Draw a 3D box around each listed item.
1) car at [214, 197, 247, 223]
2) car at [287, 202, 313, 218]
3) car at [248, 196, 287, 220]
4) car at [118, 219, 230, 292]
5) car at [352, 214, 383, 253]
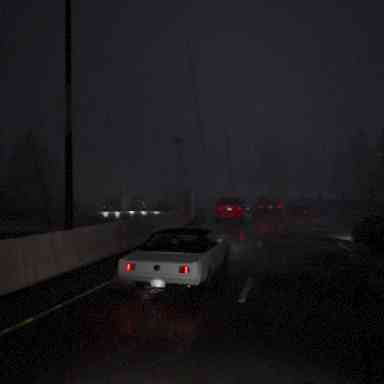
[{"bbox_3d":[3.042,1.386,27.261,2.150,2.045,5.566,0,0,5],"label":"car"},{"bbox_3d":[10.323,1.679,32.465,1.812,1.442,4.674,0,-1,2],"label":"car"},{"bbox_3d":[6.747,1.386,30.454,2.150,2.045,5.566,0,0,3],"label":"car"},{"bbox_3d":[-0.147,1.665,9.231,1.895,1.301,4.718,0,0,15],"label":"car"},{"bbox_3d":[8.063,1.606,13.738,1.994,1.385,4.181,0,0,12],"label":"car"}]
